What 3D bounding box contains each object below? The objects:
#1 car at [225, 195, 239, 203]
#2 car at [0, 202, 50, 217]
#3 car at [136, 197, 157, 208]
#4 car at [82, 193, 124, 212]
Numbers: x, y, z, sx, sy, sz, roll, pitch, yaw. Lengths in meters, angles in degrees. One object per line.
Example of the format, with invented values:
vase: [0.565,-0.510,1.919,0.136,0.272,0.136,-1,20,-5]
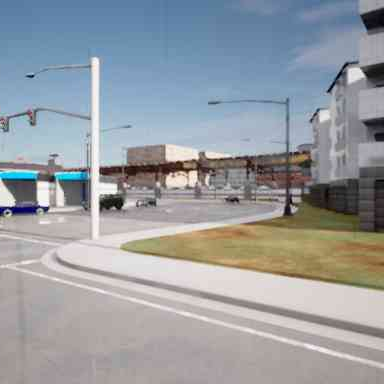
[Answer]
car: [8.025,1.475,67.125,1.837,1.490,4.892,0,0,-12]
car: [-16.101,1.573,31.361,1.895,1.301,4.718,0,0,37]
car: [-6.693,1.461,49.090,2.128,1.511,4.902,0,0,14]
car: [-10.461,1.193,39.679,2.150,2.045,5.566,0,0,29]
